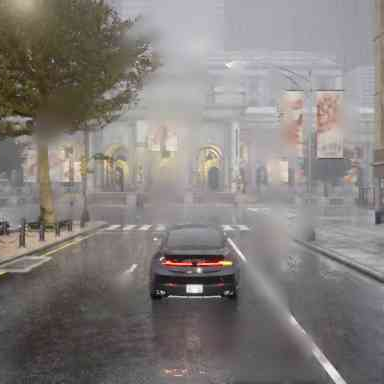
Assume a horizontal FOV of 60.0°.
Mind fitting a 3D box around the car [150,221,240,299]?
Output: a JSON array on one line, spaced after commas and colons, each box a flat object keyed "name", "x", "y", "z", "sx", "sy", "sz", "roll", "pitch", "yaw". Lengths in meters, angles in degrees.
[{"name": "car", "x": 0.064, "y": 1.505, "z": 8.449, "sx": 1.837, "sy": 1.490, "sz": 4.892, "roll": 0, "pitch": 0, "yaw": 0}]
